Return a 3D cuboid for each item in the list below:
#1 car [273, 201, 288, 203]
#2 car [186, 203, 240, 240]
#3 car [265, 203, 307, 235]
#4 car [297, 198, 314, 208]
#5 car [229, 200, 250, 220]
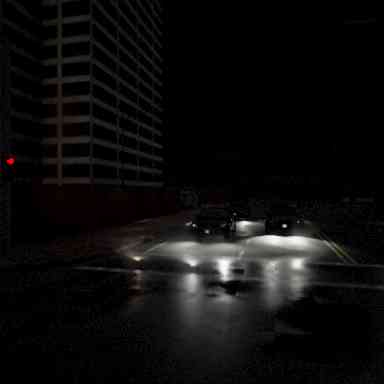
[{"bbox_3d":[7.706,1.532,28.905,2.033,1.411,5.357,0,0,14],"label":"car"},{"bbox_3d":[1.222,1.519,17.292,1.812,1.442,4.674,0,0,13],"label":"car"},{"bbox_3d":[5.212,1.554,18.914,1.994,1.385,4.181,0,0,14],"label":"car"},{"bbox_3d":[16.128,1.535,47.570,1.994,1.385,4.181,0,0,12],"label":"car"},{"bbox_3d":[3.815,1.494,27.763,1.837,1.490,4.892,0,0,14],"label":"car"}]
